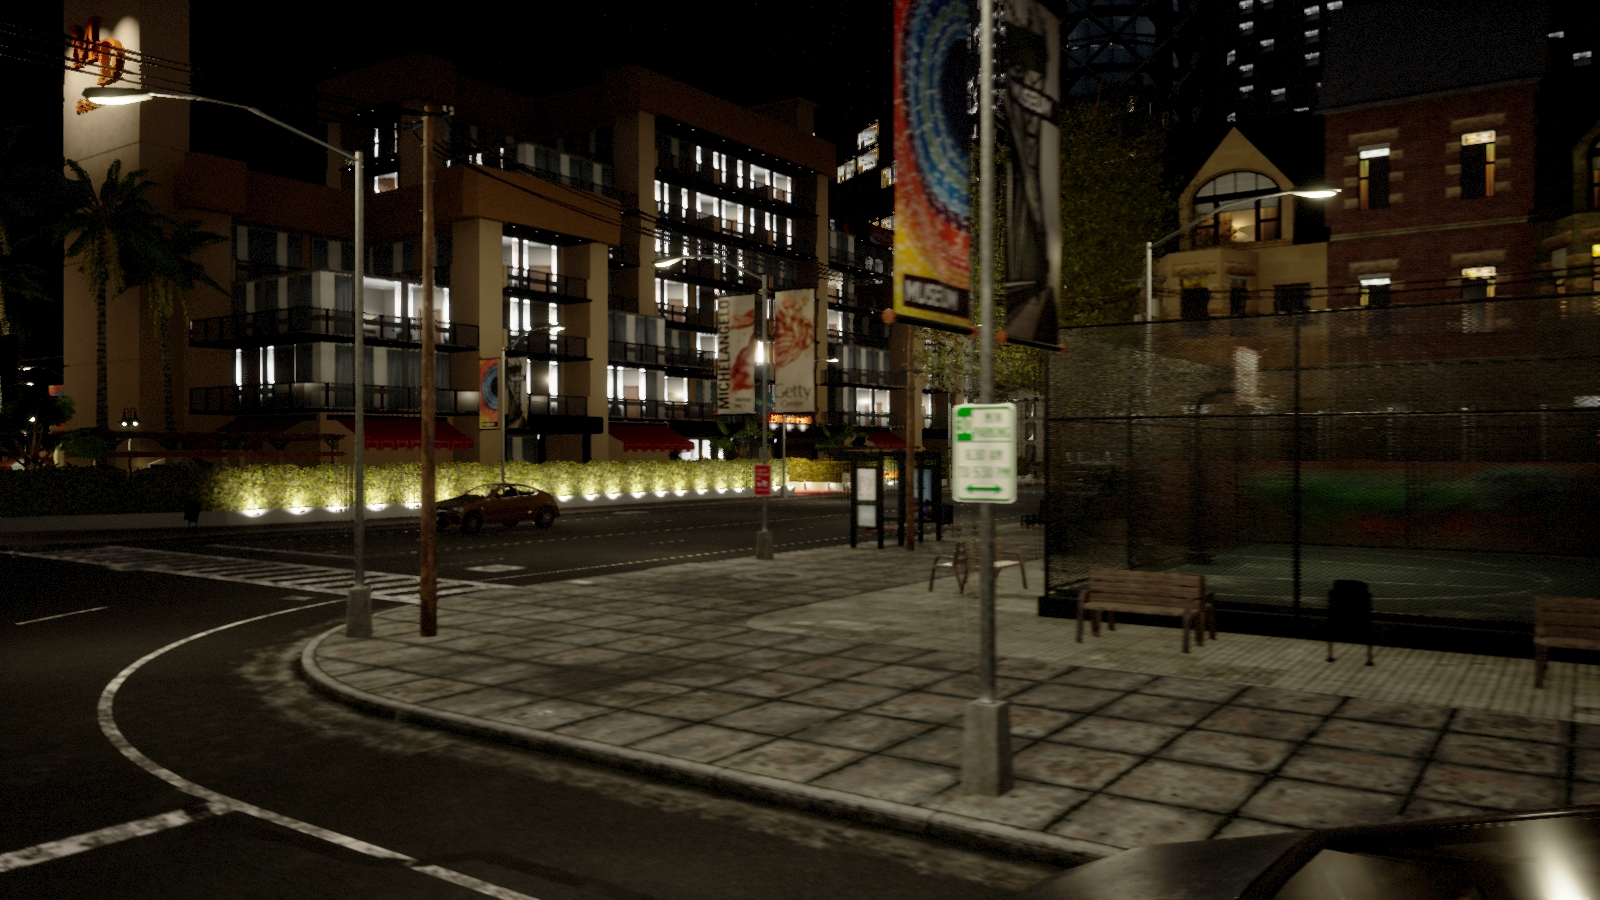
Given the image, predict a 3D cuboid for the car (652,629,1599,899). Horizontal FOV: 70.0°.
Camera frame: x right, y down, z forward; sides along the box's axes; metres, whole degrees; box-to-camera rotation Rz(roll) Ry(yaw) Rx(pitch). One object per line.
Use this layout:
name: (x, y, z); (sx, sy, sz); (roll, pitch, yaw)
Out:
car: (2.924, 1.753, 1.727); (6.274, 2.098, 2.390); (0, 0, 35)

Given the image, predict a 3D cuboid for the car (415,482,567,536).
car: (-10.855, 2.016, 40.489); (2.152, 1.651, 5.027); (0, 0, 35)

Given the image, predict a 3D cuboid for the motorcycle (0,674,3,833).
motorcycle: (-6.887, 2.221, 8.603); (2.033, 1.145, 0.803); (0, 0, 35)
